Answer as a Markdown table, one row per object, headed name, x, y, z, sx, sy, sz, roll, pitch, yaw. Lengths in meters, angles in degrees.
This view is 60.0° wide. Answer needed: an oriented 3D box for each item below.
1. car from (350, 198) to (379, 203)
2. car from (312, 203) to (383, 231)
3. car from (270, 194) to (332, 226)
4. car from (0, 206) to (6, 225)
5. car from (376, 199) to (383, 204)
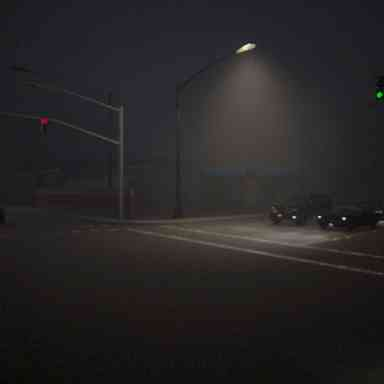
| name | x | y | z | sx | sy | sz | roll | pitch | yaw |
| --- | --- | --- | --- | --- | --- | --- | --- | --- | --- |
| car | 15.085 | 1.428 | 29.816 | 1.812 | 1.442 | 4.674 | 0 | 0 | 43 |
| car | 9.611 | 1.546 | 20.281 | 4.718 | 1.301 | 1.895 | 0 | 0 | -39 |
| car | 7.812 | 1.156 | 23.317 | 5.566 | 2.045 | 2.150 | 0 | 0 | -40 |
| car | -14.289 | 1.430 | 22.959 | 1.882 | 1.535 | 5.008 | 0 | 0 | -39 |
| car | 16.880 | 1.461 | 26.618 | 2.033 | 1.411 | 5.357 | 0 | 0 | 45 |
